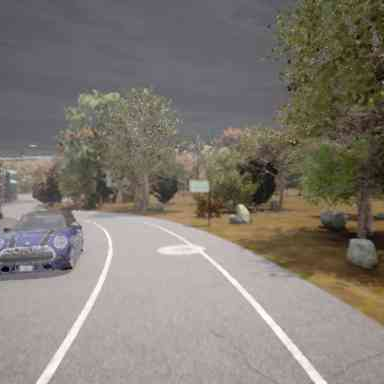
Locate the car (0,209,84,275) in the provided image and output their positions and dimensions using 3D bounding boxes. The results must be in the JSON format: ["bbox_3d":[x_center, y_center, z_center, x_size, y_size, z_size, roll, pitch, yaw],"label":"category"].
[{"bbox_3d":[-4.809,1.417,10.871,2.097,1.767,4.553,-1,0,-12],"label":"car"}]
